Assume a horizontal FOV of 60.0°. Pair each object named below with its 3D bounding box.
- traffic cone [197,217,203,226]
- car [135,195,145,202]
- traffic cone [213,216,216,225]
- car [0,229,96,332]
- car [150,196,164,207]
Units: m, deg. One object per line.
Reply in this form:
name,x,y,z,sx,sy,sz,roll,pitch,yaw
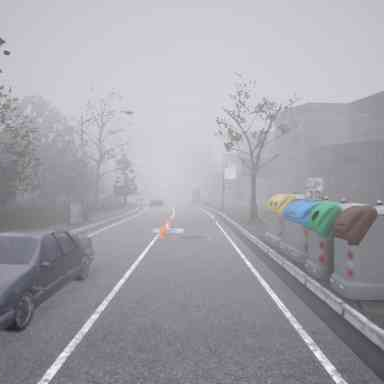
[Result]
traffic cone,0.527,1.913,21.955,0.340,0.580,0.340,0,0,0
car,-12.089,1.522,76.950,1.837,1.490,4.892,-2,0,-20
traffic cone,1.494,1.913,22.085,0.340,0.580,0.340,0,0,6
car,-3.594,1.534,7.056,2.033,1.411,5.357,0,0,0
car,-5.242,1.420,49.586,1.882,1.535,5.008,-1,0,-9
